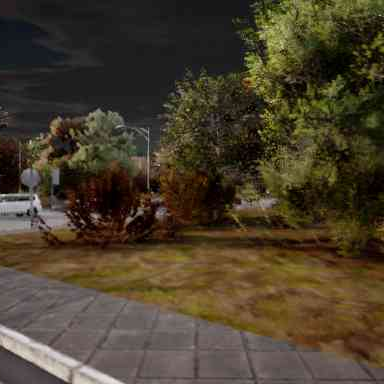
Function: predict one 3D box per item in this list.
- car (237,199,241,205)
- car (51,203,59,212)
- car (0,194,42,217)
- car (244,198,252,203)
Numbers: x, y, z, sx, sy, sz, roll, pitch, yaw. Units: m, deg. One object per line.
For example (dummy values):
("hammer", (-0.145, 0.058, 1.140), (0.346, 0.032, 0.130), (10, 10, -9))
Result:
("car", (6.604, 1.330, 56.607), (2.097, 1.767, 4.553), (0, 0, 32))
("car", (-13.739, 1.499, 37.856), (1.812, 1.442, 4.674), (0, 0, 32))
("car", (-15.646, 1.198, 28.274), (2.150, 2.045, 5.566), (0, 0, 32))
("car", (11.774, 1.468, 64.807), (2.128, 1.511, 4.902), (0, 0, 32))
